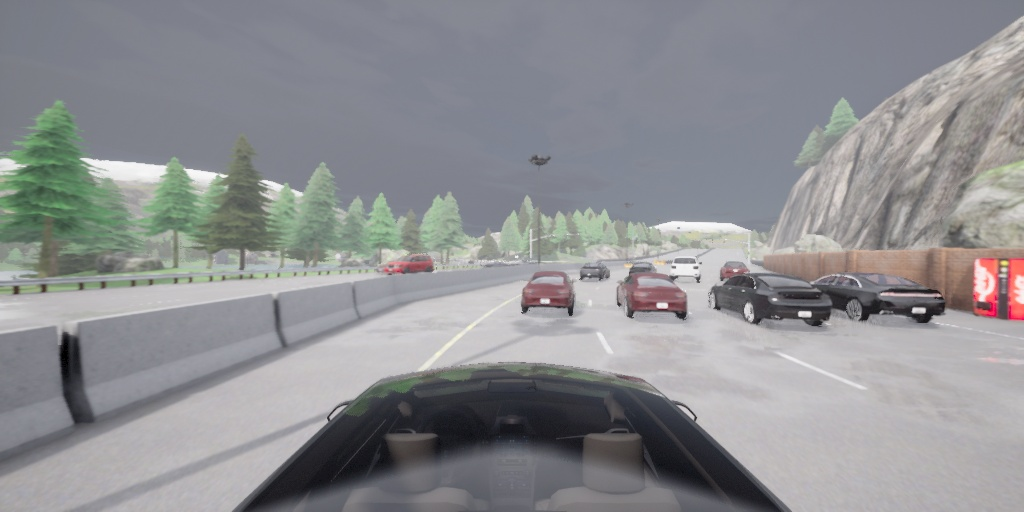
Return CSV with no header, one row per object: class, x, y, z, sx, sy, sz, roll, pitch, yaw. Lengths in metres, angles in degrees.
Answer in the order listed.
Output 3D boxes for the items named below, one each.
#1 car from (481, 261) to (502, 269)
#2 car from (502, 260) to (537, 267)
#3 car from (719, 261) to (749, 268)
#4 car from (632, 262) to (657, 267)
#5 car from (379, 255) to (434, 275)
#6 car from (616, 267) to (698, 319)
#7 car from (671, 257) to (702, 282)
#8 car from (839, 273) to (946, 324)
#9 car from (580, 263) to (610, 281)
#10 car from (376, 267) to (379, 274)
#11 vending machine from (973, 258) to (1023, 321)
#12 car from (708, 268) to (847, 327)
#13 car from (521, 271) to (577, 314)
car,-2.034,1.324,43.681,1.994,1.385,4.181,0,0,30
car,1.366,1.272,42.583,2.128,1.511,4.902,0,0,31
car,18.953,1.229,30.601,2.097,1.767,4.553,0,0,29
car,11.838,1.313,32.212,1.882,1.535,5.008,0,0,28
car,-10.080,0.929,35.581,2.150,2.045,5.566,0,0,24
car,4.881,1.310,12.930,1.812,1.442,4.674,0,0,10
car,14.855,1.074,30.561,2.150,2.045,5.566,0,0,28
car,11.882,1.317,12.439,2.128,1.511,4.902,0,0,11
car,7.188,1.299,30.841,2.128,1.511,4.902,0,0,25
car,-12.455,1.222,38.724,1.812,1.442,4.674,0,0,26
vending machine,16.687,1.049,12.149,1.100,2.100,0.880,0,0,12
car,8.237,1.309,11.968,1.837,1.490,4.892,0,0,10
car,1.488,1.291,13.820,1.812,1.442,4.674,0,0,10
